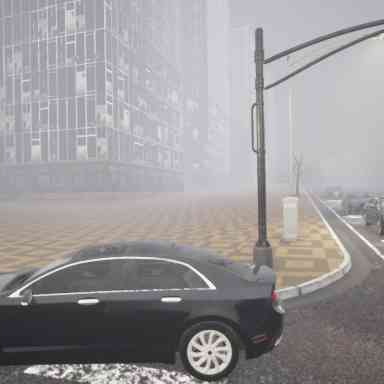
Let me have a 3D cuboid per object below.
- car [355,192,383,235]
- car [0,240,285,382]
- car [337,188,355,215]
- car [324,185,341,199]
[{"bbox_3d":[8.823,0.928,14.523,2.128,1.511,4.902,-1,2,18],"label":"car"},{"bbox_3d":[-1.188,1.505,4.804,4.892,1.490,1.837,0,0,-1],"label":"car"},{"bbox_3d":[11.286,0.703,22.287,1.994,1.385,4.181,-1,2,17],"label":"car"},{"bbox_3d":[16.467,0.007,38.564,2.128,1.511,4.902,-1,2,18],"label":"car"}]
